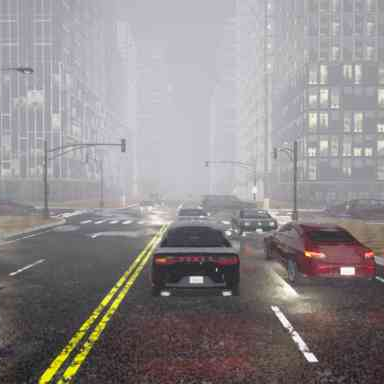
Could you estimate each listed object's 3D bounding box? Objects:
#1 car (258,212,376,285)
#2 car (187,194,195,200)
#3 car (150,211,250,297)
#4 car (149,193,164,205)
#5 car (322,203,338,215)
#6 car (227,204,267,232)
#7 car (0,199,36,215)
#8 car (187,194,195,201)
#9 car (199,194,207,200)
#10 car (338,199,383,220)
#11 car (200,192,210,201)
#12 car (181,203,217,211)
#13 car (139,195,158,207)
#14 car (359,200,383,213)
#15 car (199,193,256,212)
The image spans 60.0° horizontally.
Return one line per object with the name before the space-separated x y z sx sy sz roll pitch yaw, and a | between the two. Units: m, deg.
car | 3.319 1.521 9.396 1.812 1.442 4.674 0 0 0
car | -0.301 1.267 90.411 2.128 1.511 4.902 0 0 0
car | 0.067 1.474 8.630 1.882 1.535 5.008 0 0 0
car | -6.775 1.175 59.757 2.150 2.045 5.566 0 0 0
car | 16.182 1.637 35.047 4.674 1.442 1.812 1 1 1
car | 3.288 1.591 18.514 1.895 1.301 4.718 0 0 0
car | -17.547 1.424 32.314 4.181 1.385 1.994 1 1 0
car | -0.266 1.396 79.994 1.882 1.535 5.008 0 0 0
car | 2.949 1.267 90.421 2.128 1.511 4.902 0 0 0
car | 16.104 1.519 29.258 5.009 1.841 2.192 1 0 1
car | 2.984 1.143 80.033 2.150 2.045 5.566 0 0 0
car | 0.037 1.538 18.451 2.033 1.411 5.357 0 0 0
car | -6.760 1.528 50.724 1.994 1.385 4.181 0 0 0
car | 21.685 1.643 37.563 4.829 1.417 1.752 1 0 1
car | 3.501 1.273 32.001 5.566 2.045 2.150 1 1 1
